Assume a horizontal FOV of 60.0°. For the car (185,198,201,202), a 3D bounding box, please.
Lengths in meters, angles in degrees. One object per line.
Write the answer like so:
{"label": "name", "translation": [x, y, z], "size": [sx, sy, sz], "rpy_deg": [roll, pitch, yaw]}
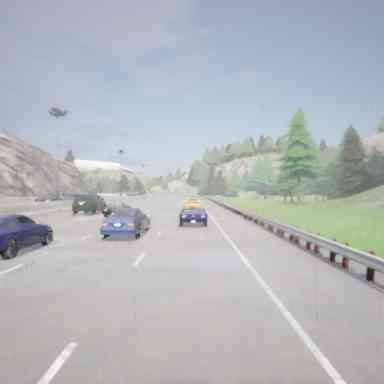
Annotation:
{"label": "car", "translation": [0.082, 1.479, 41.624], "size": [1.882, 1.535, 5.008], "rpy_deg": [0, 0, 0]}

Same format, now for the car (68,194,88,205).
{"label": "car", "translation": [-21.047, 1.354, 61.597], "size": [2.097, 1.767, 4.553], "rpy_deg": [0, 0, 1]}

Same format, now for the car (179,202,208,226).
{"label": "car", "translation": [0.089, 1.602, 23.561], "size": [1.895, 1.301, 4.718], "rpy_deg": [0, 0, 0]}

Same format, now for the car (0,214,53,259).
{"label": "car", "translation": [-6.904, 1.526, 12.413], "size": [1.812, 1.442, 4.674], "rpy_deg": [0, 0, 0]}

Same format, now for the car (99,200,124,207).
{"label": "car", "translation": [-6.912, 1.602, 31.118], "size": [1.895, 1.301, 4.718], "rpy_deg": [0, 0, 0]}

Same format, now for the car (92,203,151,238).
{"label": "car", "translation": [-3.408, 1.548, 17.714], "size": [2.033, 1.411, 5.357], "rpy_deg": [0, 0, 0]}

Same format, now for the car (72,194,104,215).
{"label": "car", "translation": [-10.414, 1.222, 33.940], "size": [2.150, 2.045, 5.566], "rpy_deg": [0, 0, 0]}
